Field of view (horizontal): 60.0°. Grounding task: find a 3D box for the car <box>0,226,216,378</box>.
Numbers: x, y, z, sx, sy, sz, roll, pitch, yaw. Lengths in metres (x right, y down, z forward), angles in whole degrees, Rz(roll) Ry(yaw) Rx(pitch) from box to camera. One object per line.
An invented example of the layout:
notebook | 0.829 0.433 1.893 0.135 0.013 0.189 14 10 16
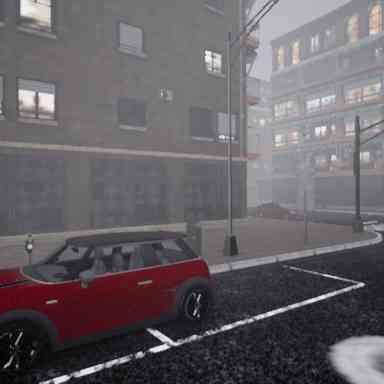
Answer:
car | -1.645 1.439 5.446 4.097 1.590 1.967 0 0 -35

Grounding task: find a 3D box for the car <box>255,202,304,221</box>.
car | 6.834 1.459 26.225 1.802 1.307 4.206 0 1 -35
